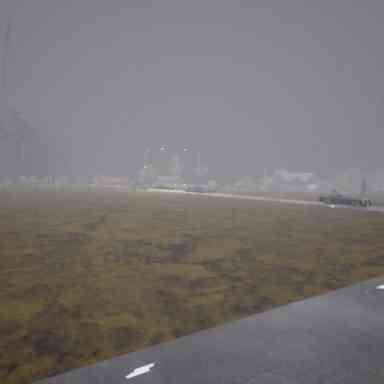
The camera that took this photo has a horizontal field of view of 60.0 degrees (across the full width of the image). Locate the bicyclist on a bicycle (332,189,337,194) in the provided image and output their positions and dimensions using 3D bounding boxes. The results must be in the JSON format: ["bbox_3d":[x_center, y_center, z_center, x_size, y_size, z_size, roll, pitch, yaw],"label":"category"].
[{"bbox_3d":[16.920,0.471,39.510,1.656,1.620,0.582,0,2,-35],"label":"bicyclist on a bicycle"}]

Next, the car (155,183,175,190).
[{"bbox_3d":[-5.294,-1.094,65.747,2.033,1.411,5.357,1,2,-35],"label":"car"}]

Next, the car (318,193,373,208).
[{"bbox_3d":[14.788,0.780,32.116,1.895,1.301,4.718,1,2,-35],"label":"car"}]

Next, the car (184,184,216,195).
[{"bbox_3d":[1.453,-0.404,51.183,2.033,1.411,5.357,1,2,-35],"label":"car"}]

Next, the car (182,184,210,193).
[{"bbox_3d":[0.670,-0.621,57.311,2.033,1.411,5.357,1,2,-34],"label":"car"}]
